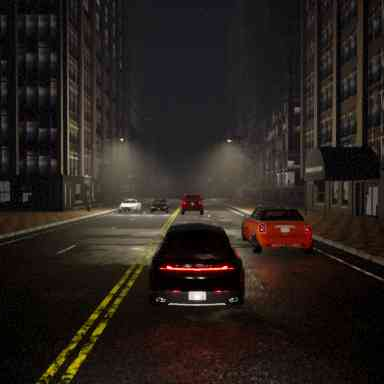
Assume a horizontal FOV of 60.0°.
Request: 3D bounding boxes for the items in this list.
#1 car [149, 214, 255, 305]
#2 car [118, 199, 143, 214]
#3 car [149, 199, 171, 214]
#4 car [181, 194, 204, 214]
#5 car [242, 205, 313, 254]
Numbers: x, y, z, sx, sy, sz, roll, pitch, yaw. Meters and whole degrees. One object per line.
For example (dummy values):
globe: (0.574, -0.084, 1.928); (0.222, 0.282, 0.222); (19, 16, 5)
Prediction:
car: (0.084, 1.502, 8.029); (1.837, 1.490, 4.892); (0, 0, 0)
car: (-6.572, 1.500, 35.844); (1.812, 1.442, 4.674); (0, 0, 0)
car: (-3.326, 1.482, 35.401); (1.837, 1.490, 4.892); (0, 0, 0)
car: (0.035, 1.198, 33.684); (2.150, 2.045, 5.566); (0, 0, 0)
car: (3.304, 1.346, 13.709); (2.097, 1.767, 4.553); (0, 0, 2)
